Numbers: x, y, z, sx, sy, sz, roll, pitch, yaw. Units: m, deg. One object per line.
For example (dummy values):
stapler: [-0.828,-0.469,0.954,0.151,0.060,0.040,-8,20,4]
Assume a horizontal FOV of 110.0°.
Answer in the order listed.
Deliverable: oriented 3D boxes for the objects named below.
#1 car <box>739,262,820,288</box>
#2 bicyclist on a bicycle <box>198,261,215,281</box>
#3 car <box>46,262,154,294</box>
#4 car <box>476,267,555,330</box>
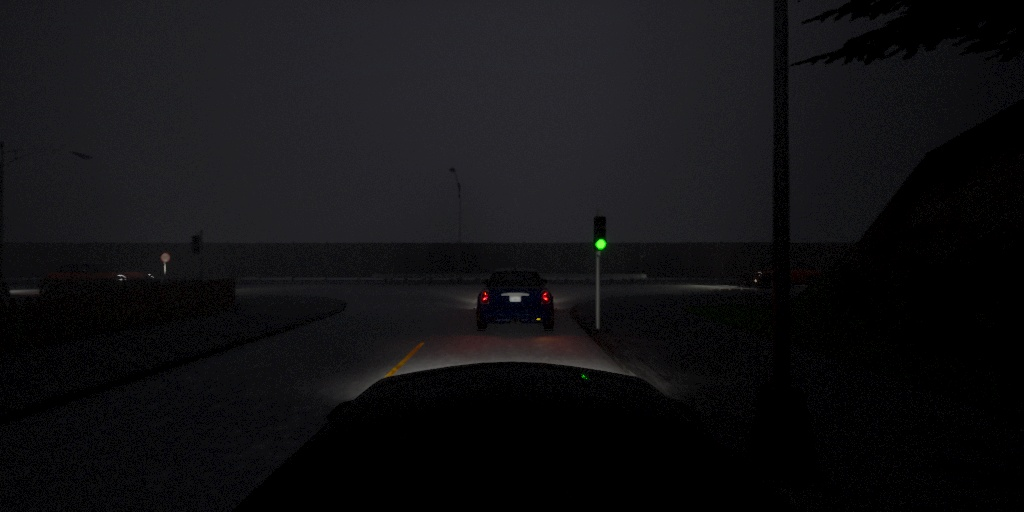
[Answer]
car: [18.035,1.181,24.298,4.553,1.767,2.097,0,0,0]
bicyclist on a bicycle: [-24.263,1.193,28.503,0.582,1.620,1.656,0,0,0]
car: [-22.902,1.167,20.105,4.553,1.767,2.097,0,0,0]
car: [0.094,1.136,11.372,2.097,1.767,4.553,0,0,0]
